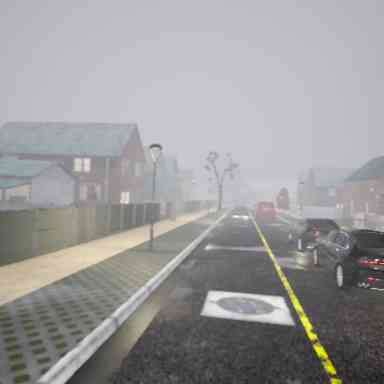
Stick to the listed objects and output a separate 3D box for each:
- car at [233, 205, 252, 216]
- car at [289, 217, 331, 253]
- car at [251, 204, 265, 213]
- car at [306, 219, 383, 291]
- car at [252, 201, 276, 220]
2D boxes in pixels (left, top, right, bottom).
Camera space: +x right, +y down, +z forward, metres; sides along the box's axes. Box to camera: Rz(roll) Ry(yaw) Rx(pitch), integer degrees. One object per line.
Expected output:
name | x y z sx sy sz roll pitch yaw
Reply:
car | 6.432 2.394 43.824 1.994 1.385 4.181 3 -1 9
car | 5.806 1.955 15.737 1.837 1.490 4.892 3 -1 9
car | 11.187 2.788 56.924 2.033 1.411 5.357 3 -1 9
car | 4.911 1.845 9.804 1.837 1.490 4.892 3 -1 9
car | 8.541 2.090 38.978 2.150 2.045 5.566 3 0 9
